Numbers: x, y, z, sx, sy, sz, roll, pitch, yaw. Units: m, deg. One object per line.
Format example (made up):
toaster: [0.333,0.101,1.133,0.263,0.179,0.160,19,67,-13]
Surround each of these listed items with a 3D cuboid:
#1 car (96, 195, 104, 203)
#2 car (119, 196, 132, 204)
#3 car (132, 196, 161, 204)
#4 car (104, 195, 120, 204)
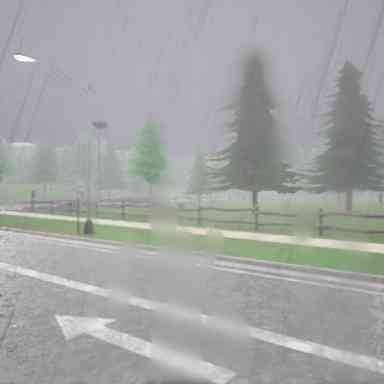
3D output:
car: [-16.995,1.318,66.400,2.097,1.767,4.553,0,0,35]
car: [-10.968,1.531,62.837,1.994,1.385,4.181,0,0,36]
car: [-7.943,1.518,61.068,2.033,1.411,5.357,0,0,36]
car: [-14.010,1.443,64.577,1.882,1.535,5.008,0,0,35]
